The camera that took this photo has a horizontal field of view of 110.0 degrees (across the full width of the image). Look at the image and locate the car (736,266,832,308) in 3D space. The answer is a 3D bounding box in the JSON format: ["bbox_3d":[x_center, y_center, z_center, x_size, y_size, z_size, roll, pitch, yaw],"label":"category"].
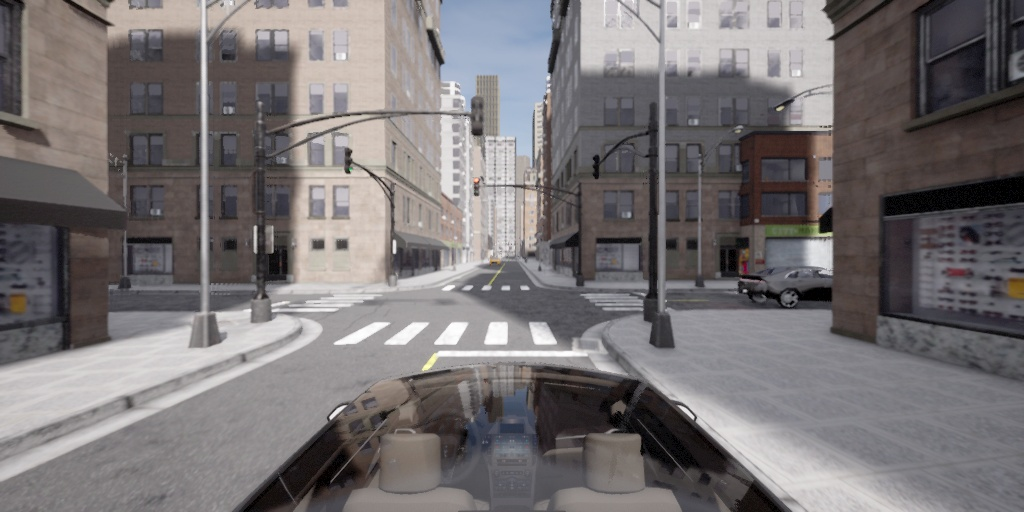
[{"bbox_3d":[11.426,1.148,13.872,4.902,1.511,2.128,0,0,0],"label":"car"}]

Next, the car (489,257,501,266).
[{"bbox_3d":[-3.006,0.897,63.553,1.882,1.535,5.008,0,0,0],"label":"car"}]
